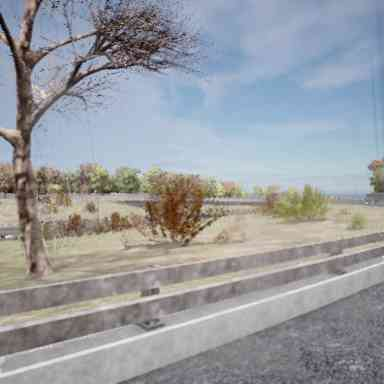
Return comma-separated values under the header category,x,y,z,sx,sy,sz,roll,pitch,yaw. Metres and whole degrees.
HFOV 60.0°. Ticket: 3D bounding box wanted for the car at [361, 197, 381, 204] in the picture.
category,x,y,z,sx,sy,sz,roll,pitch,yaw
car,44.564,2.184,84.074,2.128,1.511,4.902,0,-1,-1
